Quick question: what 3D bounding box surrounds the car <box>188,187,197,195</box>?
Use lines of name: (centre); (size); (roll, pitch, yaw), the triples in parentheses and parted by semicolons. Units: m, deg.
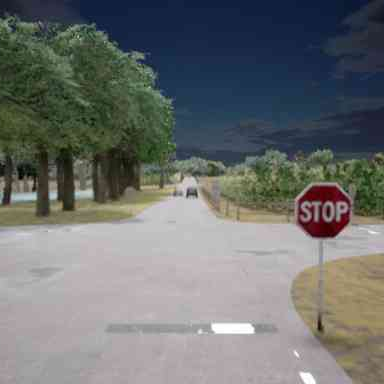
car: (0.002, -0.311, 71.975); (1.882, 1.535, 5.008); (0, 3, 0)

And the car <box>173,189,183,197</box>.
car: (-2.748, 0.136, 66.162); (1.812, 1.442, 4.674); (0, 2, 0)

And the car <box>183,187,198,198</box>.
car: (0.002, -0.004, 61.594); (2.150, 2.045, 5.566); (0, 2, 0)
